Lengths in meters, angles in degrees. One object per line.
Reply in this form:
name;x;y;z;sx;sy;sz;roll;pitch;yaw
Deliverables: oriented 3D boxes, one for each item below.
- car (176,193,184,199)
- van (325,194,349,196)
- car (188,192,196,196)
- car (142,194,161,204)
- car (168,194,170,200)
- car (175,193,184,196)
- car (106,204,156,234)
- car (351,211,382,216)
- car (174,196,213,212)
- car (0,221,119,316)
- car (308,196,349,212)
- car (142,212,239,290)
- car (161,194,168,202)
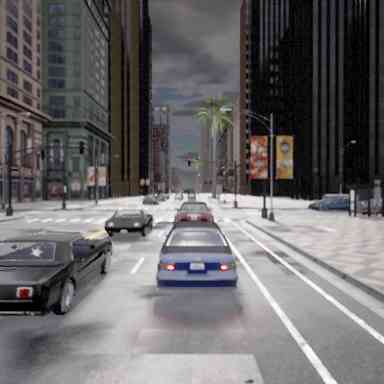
car;-3.265;0.970;90.549;1.882;1.535;5.008;0;0;0
van;17.060;1.168;38.280;3.998;1.788;1.690;0;0;0
car;-0.014;1.229;80.548;2.033;1.411;5.357;0;0;0
car;-6.592;1.152;52.768;2.097;1.767;4.553;0;0;0
car;-6.514;1.151;83.372;1.882;1.535;5.008;0;0;0
car;-3.264;1.213;80.547;1.812;1.442;4.674;0;0;0
car;-3.157;1.533;17.648;1.895;1.301;4.718;0;0;0
car;17.066;1.435;29.756;4.403;1.369;2.008;0;0;0
car;0.117;1.280;18.550;2.097;1.767;4.553;0;0;0
car;-3.150;1.572;7.372;1.895;1.301;4.718;0;0;0
car;15.350;1.393;35.619;5.357;1.411;2.033;0;0;0
car;0.101;1.512;9.108;2.033;1.411;5.357;0;0;0
car;-6.513;1.242;68.312;1.837;1.490;4.892;0;1;0
